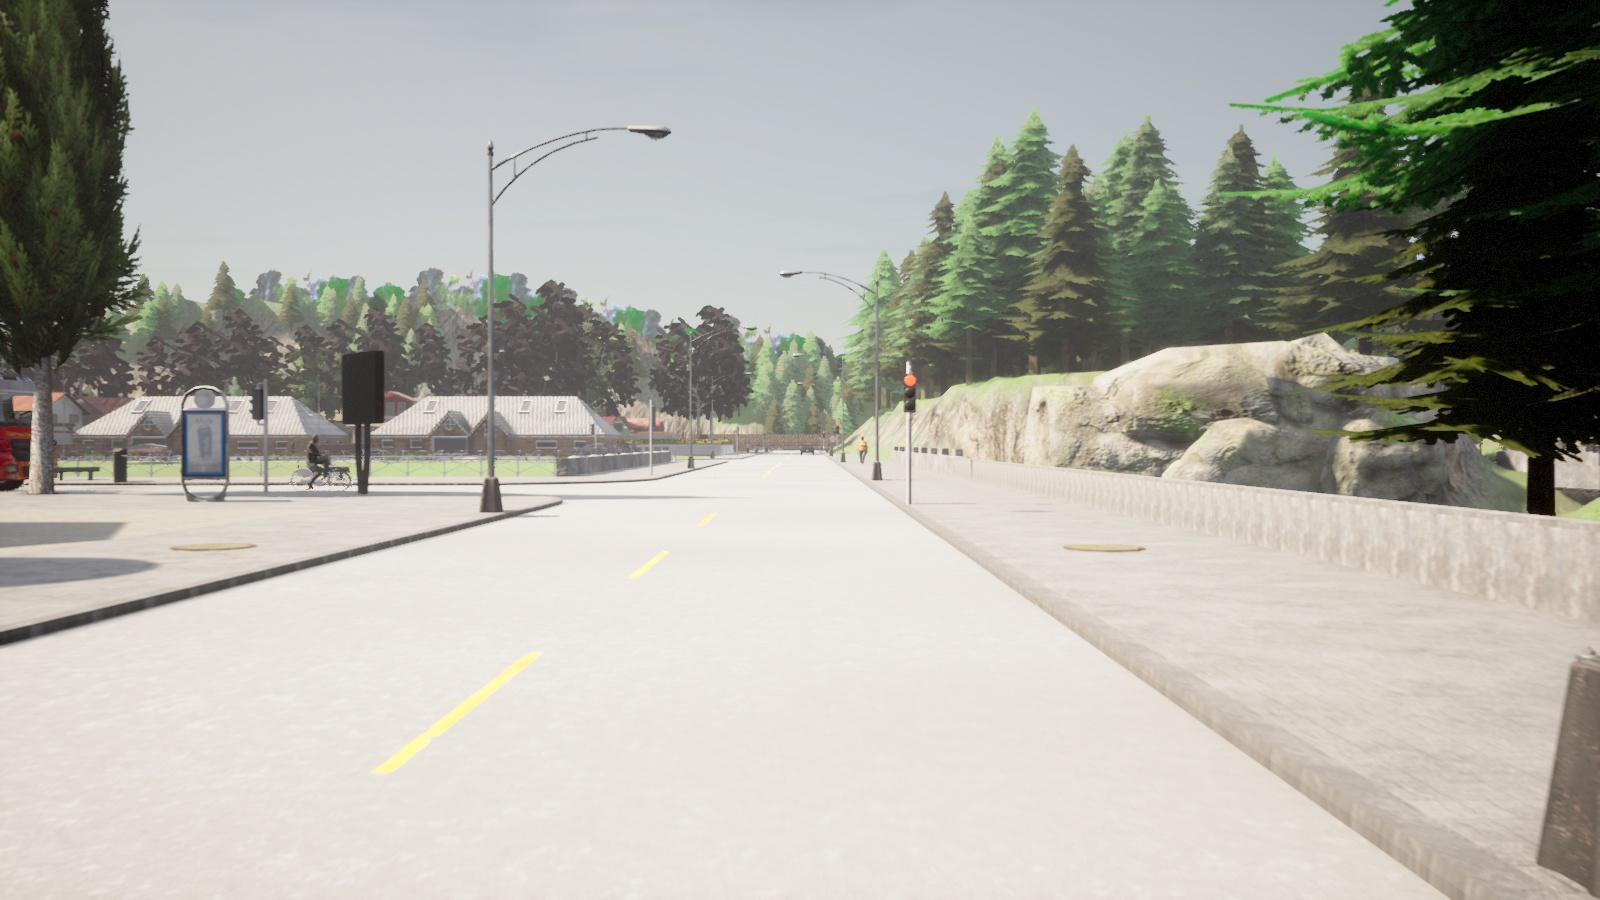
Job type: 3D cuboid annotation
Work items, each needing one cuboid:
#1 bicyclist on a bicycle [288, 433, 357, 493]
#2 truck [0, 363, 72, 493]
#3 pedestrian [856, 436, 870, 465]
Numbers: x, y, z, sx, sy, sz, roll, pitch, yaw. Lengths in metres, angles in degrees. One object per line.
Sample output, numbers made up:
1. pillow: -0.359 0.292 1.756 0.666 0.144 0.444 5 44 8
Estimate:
1. bicyclist on a bicycle: -14.515 0.390 38.208 1.843 1.776 0.659 0 0 0
2. truck: -27.255 -0.656 38.268 8.468 3.827 2.891 0 0 0
3. pedestrian: 4.008 0.008 80.170 0.874 1.855 0.900 0 0 0
